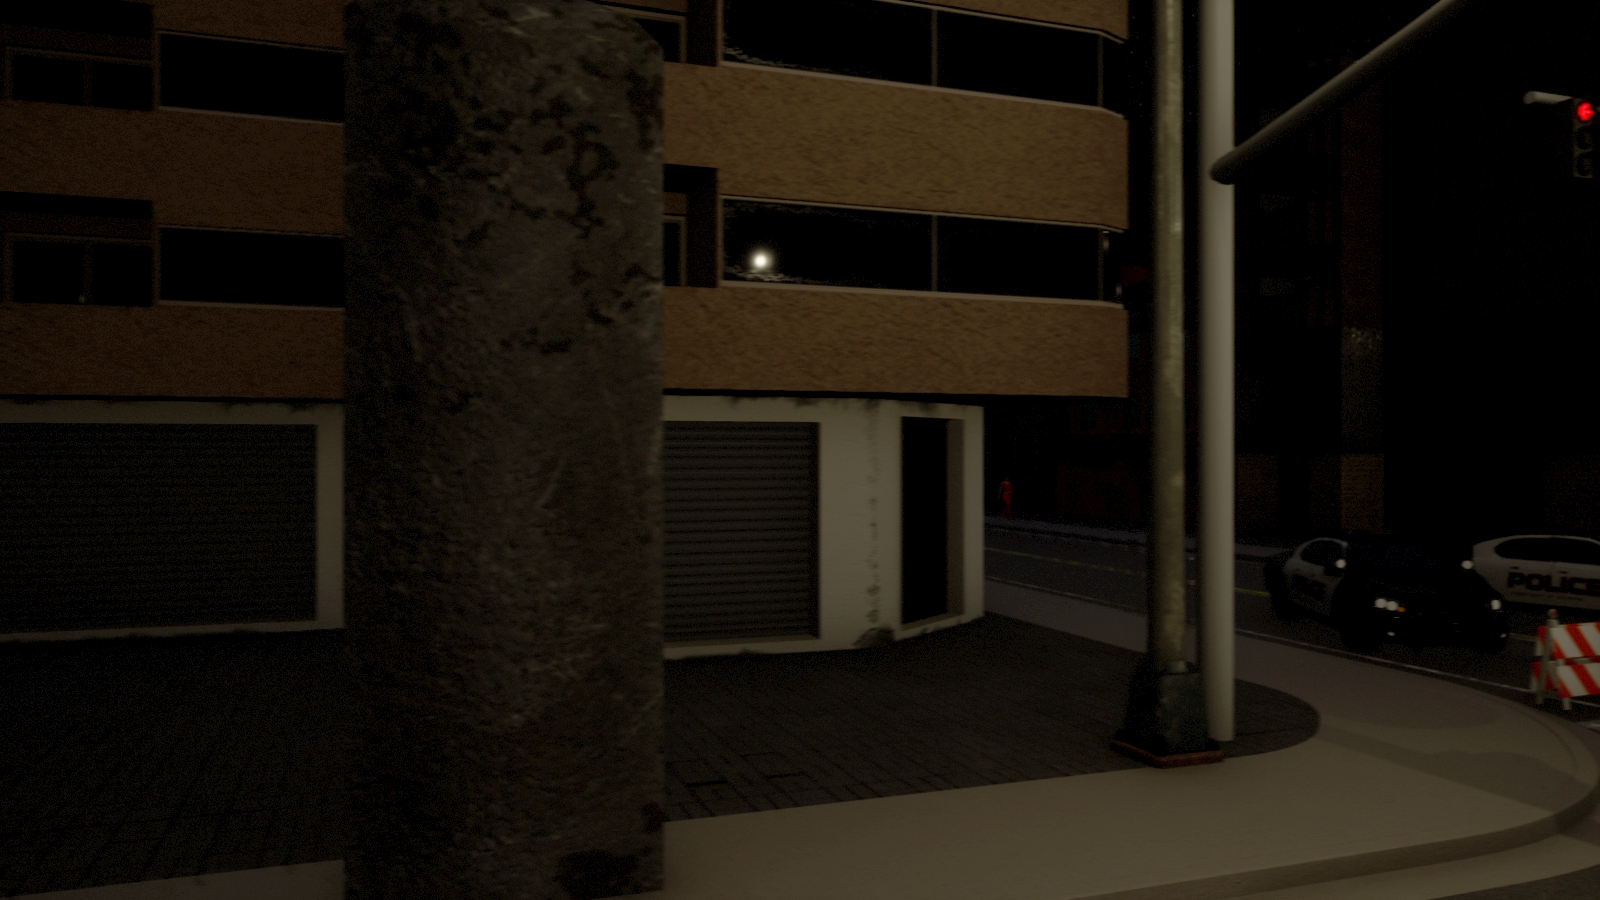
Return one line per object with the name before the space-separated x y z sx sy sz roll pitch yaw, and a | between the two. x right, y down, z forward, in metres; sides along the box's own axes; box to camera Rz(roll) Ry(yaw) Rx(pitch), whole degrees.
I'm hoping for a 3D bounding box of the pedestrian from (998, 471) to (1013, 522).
pedestrian | 7.511 1.695 41.736 0.375 1.860 0.375 0 0 -21
